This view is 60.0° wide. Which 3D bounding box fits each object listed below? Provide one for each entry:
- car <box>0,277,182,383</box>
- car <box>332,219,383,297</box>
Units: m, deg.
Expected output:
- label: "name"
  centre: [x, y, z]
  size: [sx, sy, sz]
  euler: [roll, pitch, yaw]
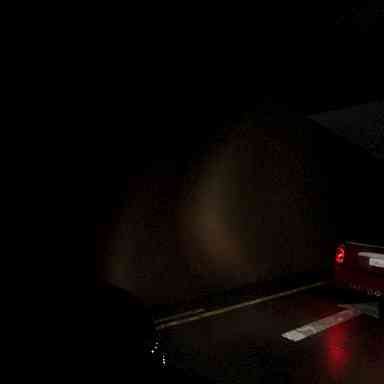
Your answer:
- label: "car"
  centre: [-2.741, 1.221, 1.831]
  size: [5.566, 2.045, 2.150]
  euler: [0, 0, -35]
- label: "car"
  centre: [5.236, 1.352, 7.513]
  size: [4.553, 1.767, 2.097]
  euler: [0, 0, -35]
